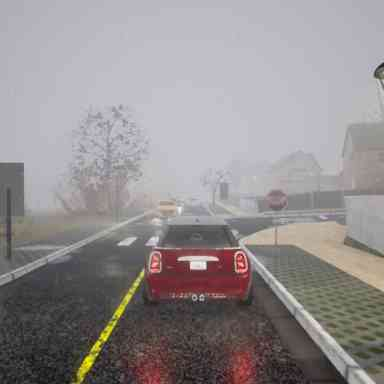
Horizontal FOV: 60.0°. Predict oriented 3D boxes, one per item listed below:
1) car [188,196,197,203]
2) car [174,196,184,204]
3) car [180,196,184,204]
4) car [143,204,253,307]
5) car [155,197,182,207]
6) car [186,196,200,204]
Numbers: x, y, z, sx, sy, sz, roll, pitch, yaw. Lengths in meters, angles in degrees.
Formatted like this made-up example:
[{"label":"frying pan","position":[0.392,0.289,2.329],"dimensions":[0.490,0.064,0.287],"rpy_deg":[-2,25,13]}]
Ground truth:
[{"label":"car","position":[0.155,1.598,72.653],"dimensions":[1.994,1.385,4.181],"rpy_deg":[0,0,0]},{"label":"car","position":[-2.647,1.558,66.832],"dimensions":[1.812,1.442,4.674],"rpy_deg":[0,0,1]},{"label":"car","position":[-2.727,1.620,53.334],"dimensions":[1.895,1.301,4.718],"rpy_deg":[0,0,0]},{"label":"car","position":[0.115,1.351,8.158],"dimensions":[2.097,1.767,4.553],"rpy_deg":[0,0,0]},{"label":"car","position":[-2.303,1.480,29.948],"dimensions":[1.882,1.535,5.008],"rpy_deg":[0,0,-7]},{"label":"car","position":[0.190,1.540,47.906],"dimensions":[1.812,1.442,4.674],"rpy_deg":[0,0,0]}]
